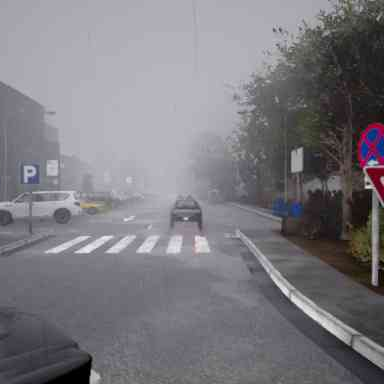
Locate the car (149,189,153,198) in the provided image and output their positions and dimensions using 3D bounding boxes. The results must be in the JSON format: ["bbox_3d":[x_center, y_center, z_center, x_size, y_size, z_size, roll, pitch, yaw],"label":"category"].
[{"bbox_3d":[-10.983,0.500,63.109,5.566,2.045,2.435,-1,0,-22],"label":"car"}]

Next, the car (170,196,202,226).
[{"bbox_3d":[-0.374,1.221,20.851,2.128,1.511,4.902,0,1,-1],"label":"car"}]

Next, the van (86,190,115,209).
[{"bbox_3d":[-10.304,0.847,33.020,4.442,1.987,1.878,-1,1,-22],"label":"van"}]

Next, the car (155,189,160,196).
[{"bbox_3d":[-11.665,0.553,87.088,4.892,1.521,2.231,-1,0,-22],"label":"car"}]

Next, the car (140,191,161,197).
[{"bbox_3d":[-11.670,0.500,93.157,5.366,1.575,1.946,-1,0,-22],"label":"car"}]

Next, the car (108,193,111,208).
[{"bbox_3d":[-10.113,1.145,30.070,4.674,1.452,2.002,-1,0,-22],"label":"car"}]

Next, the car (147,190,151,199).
[{"bbox_3d":[-10.742,0.773,60.159,5.366,1.575,1.946,-1,0,-21],"label":"car"}]

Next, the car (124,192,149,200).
[{"bbox_3d":[-11.067,0.764,66.088,4.674,1.452,2.002,-1,1,-22],"label":"car"}]

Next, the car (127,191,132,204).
[{"bbox_3d":[-10.444,1.008,42.079,4.674,1.452,2.002,-1,0,-22],"label":"car"}]

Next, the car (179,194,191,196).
[{"bbox_3d":[-0.871,1.004,39.693,2.128,1.511,4.902,0,1,-2],"label":"car"}]

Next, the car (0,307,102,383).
[{"bbox_3d":[-2.929,1.569,1.815,1.895,1.301,4.718,2,1,41],"label":"car"}]

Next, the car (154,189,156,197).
[{"bbox_3d":[-11.285,0.675,75.103,4.792,1.488,2.163,-1,0,-22],"label":"car"}]

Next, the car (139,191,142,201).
[{"bbox_3d":[-10.656,0.899,51.100,4.792,1.488,2.163,-1,0,-22],"label":"car"}]

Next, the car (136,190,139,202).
[{"bbox_3d":[-10.571,0.776,48.085,4.553,1.767,2.185,-1,1,-21],"label":"car"}]

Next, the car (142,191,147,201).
[{"bbox_3d":[-10.736,0.587,54.096,5.566,2.045,2.435,-1,0,-21],"label":"car"}]

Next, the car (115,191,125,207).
[{"bbox_3d":[-10.272,1.036,36.070,5.008,1.535,2.097,-1,1,-22],"label":"car"}]

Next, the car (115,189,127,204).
[{"bbox_3d":[-10.396,0.877,39.069,4.553,1.767,2.185,-1,0,-22],"label":"car"}]

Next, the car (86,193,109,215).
[{"bbox_3d":[-9.846,1.134,27.135,5.366,1.575,1.946,-1,0,-22],"label":"car"}]

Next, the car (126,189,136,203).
[{"bbox_3d":[-10.492,0.809,45.085,4.553,1.767,2.185,-1,1,-22],"label":"car"}]

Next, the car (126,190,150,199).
[{"bbox_3d":[-11.183,0.572,69.081,4.553,1.767,2.185,-1,0,-22],"label":"car"}]

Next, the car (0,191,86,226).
[{"bbox_3d":[-9.860,0.958,21.036,5.566,2.045,2.435,-1,1,-22],"label":"car"}]
